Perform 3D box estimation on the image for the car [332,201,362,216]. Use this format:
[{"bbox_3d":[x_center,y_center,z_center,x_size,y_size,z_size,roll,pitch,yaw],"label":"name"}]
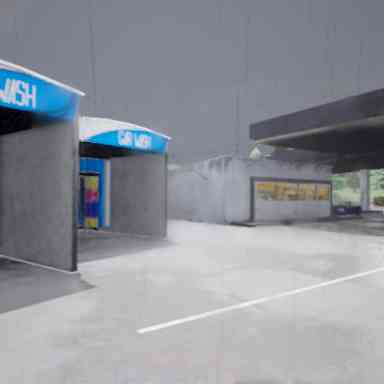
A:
[{"bbox_3d":[17.021,1.856,37.214,4.611,1.667,2.242,1,0,-36],"label":"car"}]
